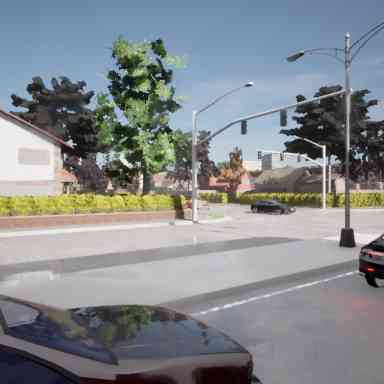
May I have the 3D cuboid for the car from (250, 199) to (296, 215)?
[{"bbox_3d":[8.081,1.505,33.547,1.837,1.490,4.892,0,0,-38],"label":"car"}]

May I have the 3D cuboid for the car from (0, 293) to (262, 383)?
[{"bbox_3d":[-1.954,1.547,2.355,5.357,1.411,2.033,0,0,-35],"label":"car"}]

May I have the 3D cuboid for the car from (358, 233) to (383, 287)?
[{"bbox_3d":[5.965,1.492,8.038,4.902,1.511,2.128,0,0,-35],"label":"car"}]

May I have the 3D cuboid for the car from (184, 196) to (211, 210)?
[{"bbox_3d":[0.484,1.351,43.749,2.097,1.767,4.553,0,0,-36],"label":"car"}]
